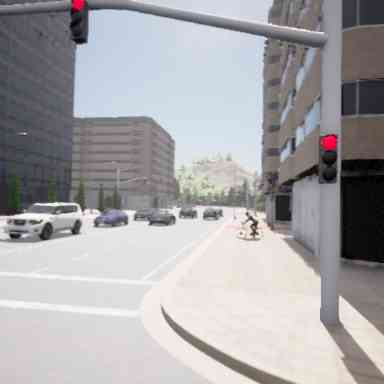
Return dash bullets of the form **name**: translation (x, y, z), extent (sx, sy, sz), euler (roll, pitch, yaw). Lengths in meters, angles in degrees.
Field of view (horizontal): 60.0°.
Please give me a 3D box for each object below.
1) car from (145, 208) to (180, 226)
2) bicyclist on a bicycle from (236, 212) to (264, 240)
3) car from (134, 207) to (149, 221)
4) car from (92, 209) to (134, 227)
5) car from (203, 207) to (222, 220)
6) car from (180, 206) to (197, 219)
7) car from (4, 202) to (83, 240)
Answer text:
- **car**: translation (-2.852, 2.529, 32.919), extent (1.994, 1.385, 4.181), euler (1, -2, 9)
- **bicyclist on a bicycle**: translation (3.412, 1.999, 19.704), extent (1.656, 1.620, 0.582), euler (1, -2, 9)
- **car**: translation (-5.498, 2.616, 39.608), extent (1.837, 1.490, 4.892), euler (1, -2, 9)
- **car**: translation (-7.104, 2.296, 29.744), extent (1.812, 1.442, 4.674), euler (1, -2, 9)
- **car**: translation (2.592, 2.965, 44.979), extent (1.837, 1.490, 4.892), euler (1, -2, 10)
- **car**: translation (-0.497, 2.819, 47.490), extent (2.097, 1.767, 4.553), euler (1, -2, 9)
- **car**: translation (-8.654, 1.660, 20.133), extent (2.150, 2.045, 5.566), euler (1, -2, 9)
